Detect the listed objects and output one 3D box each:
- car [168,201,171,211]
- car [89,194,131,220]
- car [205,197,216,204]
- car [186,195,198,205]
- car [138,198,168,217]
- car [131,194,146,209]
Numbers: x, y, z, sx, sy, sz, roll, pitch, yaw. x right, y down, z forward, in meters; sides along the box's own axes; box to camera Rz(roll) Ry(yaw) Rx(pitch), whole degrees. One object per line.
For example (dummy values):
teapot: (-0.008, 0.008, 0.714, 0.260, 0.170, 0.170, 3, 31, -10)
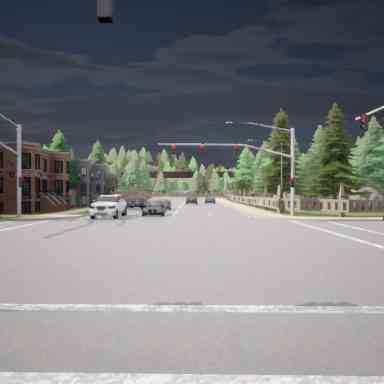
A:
car: (-3.620, 1.576, 41.383, 1.994, 1.385, 4.181, 0, 0, 0)
car: (-7.115, 1.232, 28.732, 2.150, 2.045, 5.566, 0, 0, 0)
car: (3.546, 1.583, 65.222, 1.994, 1.385, 4.181, 0, 0, 0)
car: (-0.050, 1.369, 60.242, 2.097, 1.767, 4.553, 0, 0, 0)
car: (-3.509, 1.573, 30.794, 1.994, 1.385, 4.181, 0, 0, -2)
car: (-7.118, 1.236, 42.998, 2.150, 2.045, 5.566, 0, 0, 0)
